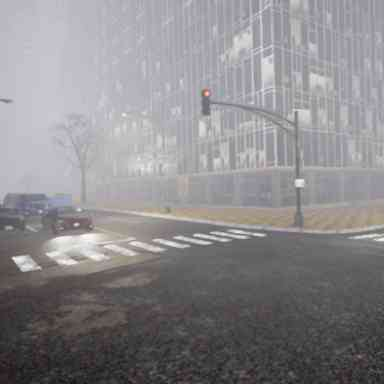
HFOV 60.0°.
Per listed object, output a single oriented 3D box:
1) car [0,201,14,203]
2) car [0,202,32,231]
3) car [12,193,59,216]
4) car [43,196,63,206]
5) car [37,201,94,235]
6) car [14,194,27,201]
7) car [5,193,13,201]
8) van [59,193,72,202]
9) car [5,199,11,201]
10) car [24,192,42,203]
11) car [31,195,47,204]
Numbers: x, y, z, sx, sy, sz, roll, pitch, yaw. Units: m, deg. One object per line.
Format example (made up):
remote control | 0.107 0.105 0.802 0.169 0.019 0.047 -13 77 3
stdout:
car | -14.223 1.559 24.331 1.802 1.307 4.206 -2 1 -34
car | -11.033 1.543 19.624 1.947 1.339 4.313 -2 1 -34
car | -12.816 1.117 27.030 2.150 2.045 5.566 -2 1 -34
car | -20.030 1.301 47.891 1.802 1.307 4.206 -2 1 -34
car | -6.946 1.457 18.444 1.994 1.385 4.181 -2 1 -34
car | -39.258 1.263 76.056 2.008 1.369 4.403 -2 1 -34
car | -18.850 1.118 35.887 2.150 2.045 5.566 -2 1 -34
van | -16.830 1.061 43.194 1.690 1.788 3.998 -2 1 -34
car | -17.380 1.543 29.057 1.947 1.339 4.313 -2 1 -34
car | -29.649 1.031 61.971 2.192 1.841 5.009 -2 1 -34
car | -26.439 1.299 57.280 1.802 1.307 4.206 -2 1 -34
